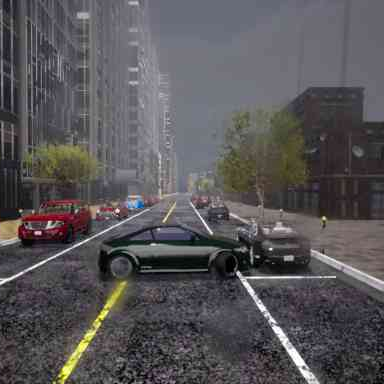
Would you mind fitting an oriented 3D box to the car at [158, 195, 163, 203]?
[{"bbox_3d":[-7.423,1.522,66.260,1.887,1.381,4.507,-1,0,-2],"label":"car"}]

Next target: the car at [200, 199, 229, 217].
[{"bbox_3d":[2.010,1.543,27.007,2.008,1.369,4.403,-1,0,-1],"label":"car"}]

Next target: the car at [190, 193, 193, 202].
[{"bbox_3d":[0.805,1.291,72.003,2.192,1.841,5.009,-1,0,-2],"label":"car"}]

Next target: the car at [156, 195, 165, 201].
[{"bbox_3d":[-7.858,1.497,82.688,1.752,1.417,4.829,-1,0,-2],"label":"car"}]

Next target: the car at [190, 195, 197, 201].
[{"bbox_3d":[0.370,1.551,88.600,1.802,1.307,4.206,-1,0,-2],"label":"car"}]

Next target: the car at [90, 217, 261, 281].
[{"bbox_3d":[-0.468,1.556,9.376,4.181,1.385,1.994,0,0,-6],"label":"car"}]

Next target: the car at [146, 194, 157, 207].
[{"bbox_3d":[-6.987,1.299,49.661,2.192,1.841,5.009,-1,0,-2],"label":"car"}]

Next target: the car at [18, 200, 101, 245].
[{"bbox_3d":[-6.192,1.310,15.734,2.192,1.841,5.009,-1,0,-2],"label":"car"}]

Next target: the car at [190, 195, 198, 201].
[{"bbox_3d":[0.516,1.537,83.068,1.947,1.339,4.313,-1,0,-2],"label":"car"}]

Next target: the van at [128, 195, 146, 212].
[{"bbox_3d":[-6.694,1.329,38.595,1.690,1.788,3.998,-1,0,-2],"label":"van"}]

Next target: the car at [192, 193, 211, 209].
[{"bbox_3d":[1.536,1.301,44.340,2.192,1.841,5.009,-1,0,-2],"label":"car"}]

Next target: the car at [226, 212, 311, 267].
[{"bbox_3d":[2.548,1.548,11.148,2.008,1.369,4.403,-1,0,-2],"label":"car"}]

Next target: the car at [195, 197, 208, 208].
[{"bbox_3d":[1.389,1.509,50.042,1.752,1.417,4.829,-1,0,-2],"label":"car"}]

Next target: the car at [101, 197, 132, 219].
[{"bbox_3d":[-6.392,1.432,26.802,1.967,1.590,4.097,-1,0,-2],"label":"car"}]
